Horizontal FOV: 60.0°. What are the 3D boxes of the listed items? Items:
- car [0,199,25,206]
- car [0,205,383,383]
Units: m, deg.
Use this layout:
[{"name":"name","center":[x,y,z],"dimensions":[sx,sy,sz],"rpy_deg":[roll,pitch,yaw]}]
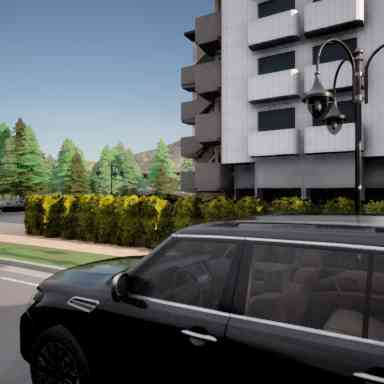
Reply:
[{"name":"car","center":[-18.242,1.491,33.496],"dimensions":[2.128,1.511,4.902],"rpy_deg":[0,0,33]},{"name":"car","center":[0.714,1.221,3.158],"dimensions":[5.566,2.045,2.150],"rpy_deg":[0,0,34]}]
